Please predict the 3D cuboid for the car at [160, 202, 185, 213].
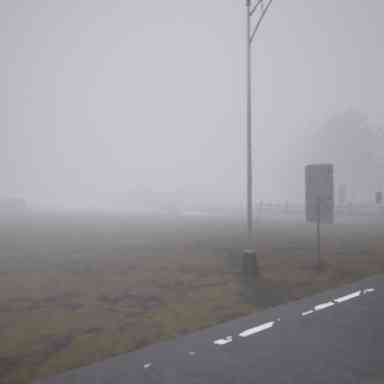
[{"bbox_3d":[-2.941,2.204,48.977,2.128,1.511,4.902,-1,0,-35],"label":"car"}]
